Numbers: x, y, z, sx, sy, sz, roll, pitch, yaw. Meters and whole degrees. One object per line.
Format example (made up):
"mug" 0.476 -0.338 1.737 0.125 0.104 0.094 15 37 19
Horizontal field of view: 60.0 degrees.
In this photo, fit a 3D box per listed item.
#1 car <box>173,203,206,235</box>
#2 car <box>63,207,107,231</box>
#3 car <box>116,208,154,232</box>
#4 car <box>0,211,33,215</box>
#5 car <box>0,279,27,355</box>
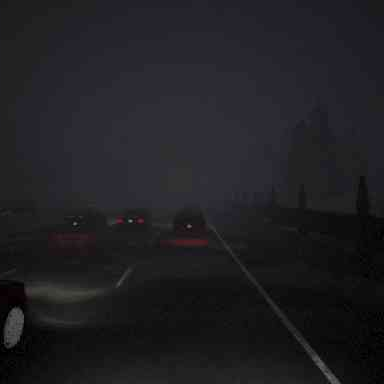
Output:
"car" -0.166 1.710 20.401 1.882 1.535 5.008 0 0 -1
"car" -7.189 1.760 22.865 2.128 1.511 4.902 0 -1 -1
"car" -3.684 1.804 22.219 2.033 1.411 5.357 0 -1 -1
"car" -14.333 1.544 26.724 2.150 2.045 5.566 0 -1 0
"car" -3.459 1.518 3.162 1.882 1.535 5.008 0 -1 -1
